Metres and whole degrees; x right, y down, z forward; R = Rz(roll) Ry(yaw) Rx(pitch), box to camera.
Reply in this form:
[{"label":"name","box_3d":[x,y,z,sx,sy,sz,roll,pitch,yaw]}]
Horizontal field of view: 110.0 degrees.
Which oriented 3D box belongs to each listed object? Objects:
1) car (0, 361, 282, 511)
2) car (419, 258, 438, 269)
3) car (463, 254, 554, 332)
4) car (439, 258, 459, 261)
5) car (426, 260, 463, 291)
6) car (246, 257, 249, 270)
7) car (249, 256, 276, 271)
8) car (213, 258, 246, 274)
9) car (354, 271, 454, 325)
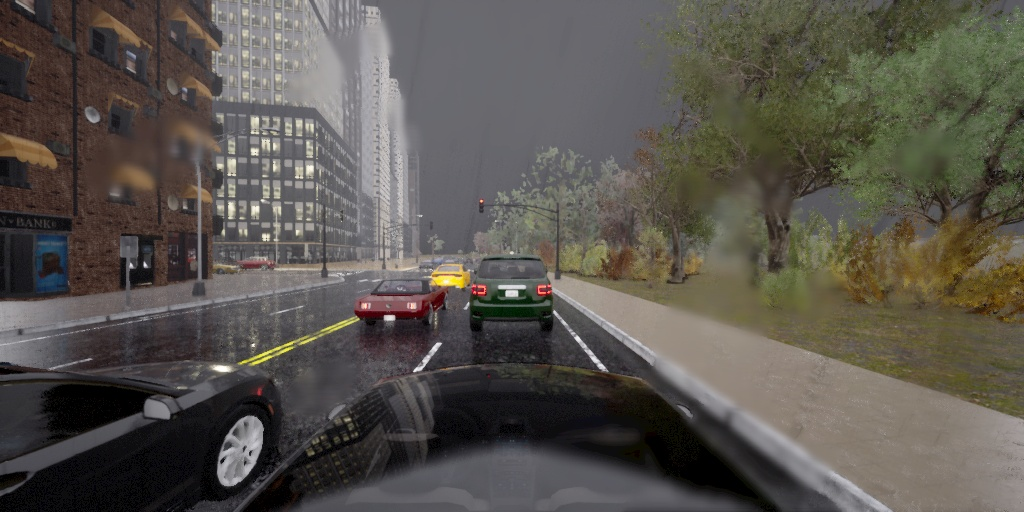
[{"label":"car","box_3d":[-3.181,1.255,1.553,1.837,1.490,4.892,0,0,0]},{"label":"car","box_3d":[-12.636,1.283,53.650,1.994,1.385,4.181,0,0,-6]},{"label":"car","box_3d":[-0.030,0.969,11.059,2.150,2.045,5.566,0,0,-1]},{"label":"car","box_3d":[-9.517,1.263,55.138,2.033,1.411,5.357,0,0,-6]},{"label":"car","box_3d":[-3.582,1.221,21.528,1.882,1.535,5.008,0,0,-2]},{"label":"car","box_3d":[-28.130,0.911,33.803,4.674,1.442,1.812,1,0,-11]},{"label":"car","box_3d":[-28.671,0.804,39.685,4.097,1.591,1.967,0,0,-11]},{"label":"car","box_3d":[-26.646,0.938,31.370,4.829,1.417,1.751,0,0,-11]},{"label":"car","box_3d":[-3.282,1.348,11.713,1.895,1.301,4.718,0,0,-1]}]
